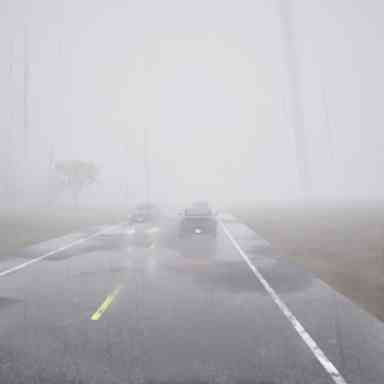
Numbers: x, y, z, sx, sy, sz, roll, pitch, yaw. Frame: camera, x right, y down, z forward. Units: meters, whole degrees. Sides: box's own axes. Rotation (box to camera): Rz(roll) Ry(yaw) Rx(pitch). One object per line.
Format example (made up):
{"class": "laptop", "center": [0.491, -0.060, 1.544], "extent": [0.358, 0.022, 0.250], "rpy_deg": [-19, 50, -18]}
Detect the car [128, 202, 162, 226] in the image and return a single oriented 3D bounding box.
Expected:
{"class": "car", "center": [-3.222, 1.506, 23.570], "extent": [1.837, 1.490, 4.892], "rpy_deg": [0, 0, 2]}

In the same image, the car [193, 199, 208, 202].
{"class": "car", "center": [0.923, 1.480, 35.723], "extent": [1.882, 1.535, 5.008], "rpy_deg": [0, 0, 3]}

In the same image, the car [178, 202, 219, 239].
{"class": "car", "center": [0.315, 1.508, 17.432], "extent": [1.837, 1.490, 4.892], "rpy_deg": [0, 0, 1]}
